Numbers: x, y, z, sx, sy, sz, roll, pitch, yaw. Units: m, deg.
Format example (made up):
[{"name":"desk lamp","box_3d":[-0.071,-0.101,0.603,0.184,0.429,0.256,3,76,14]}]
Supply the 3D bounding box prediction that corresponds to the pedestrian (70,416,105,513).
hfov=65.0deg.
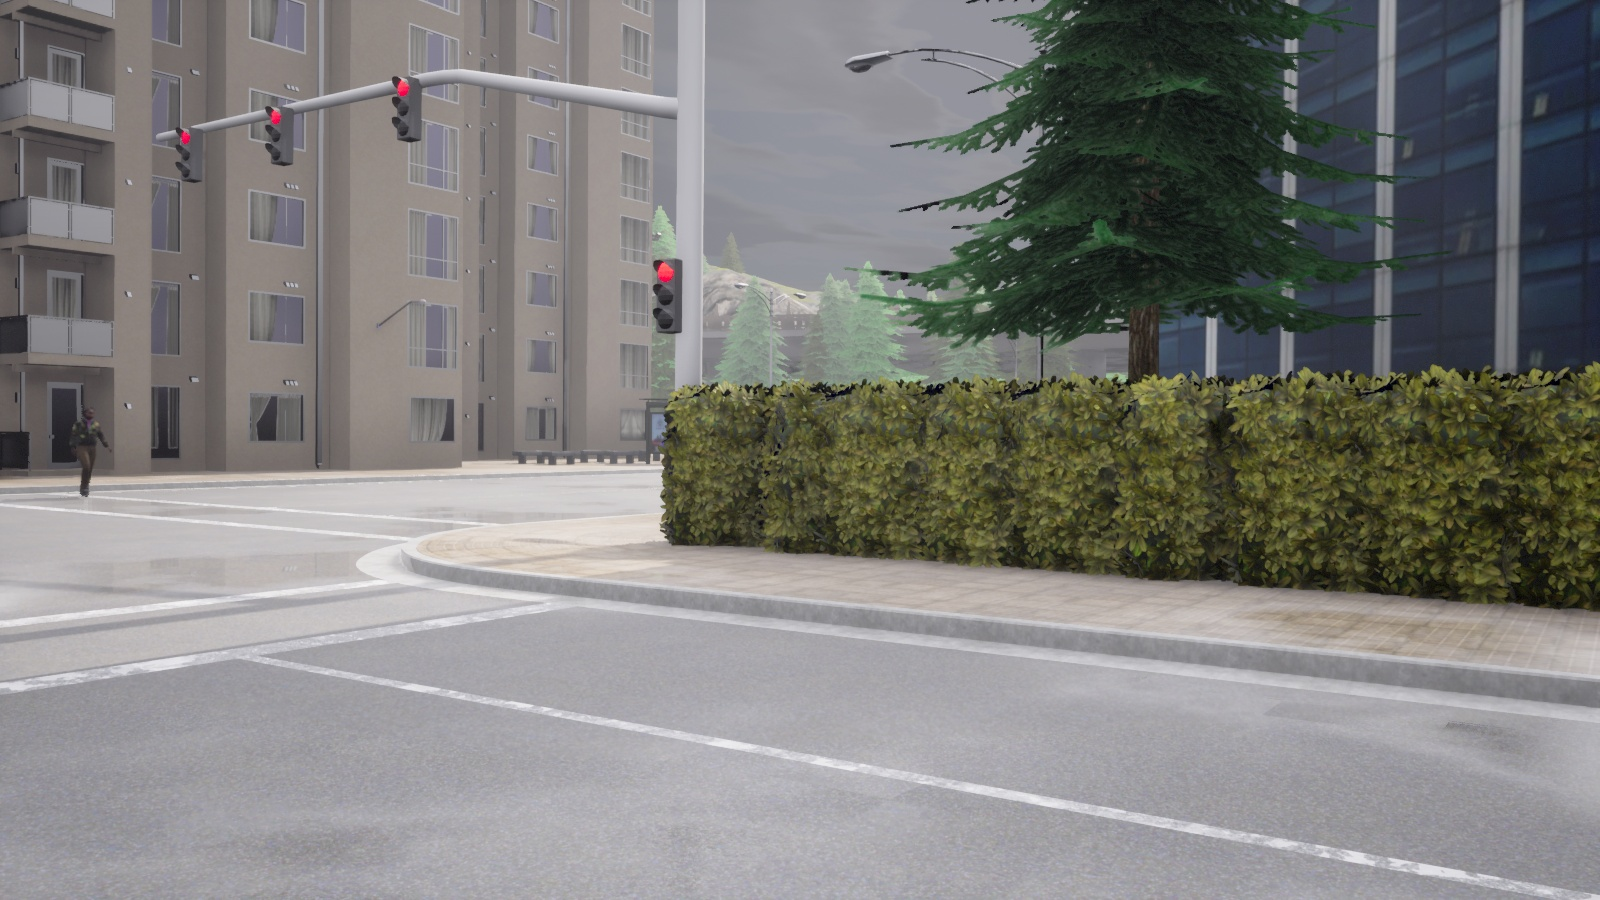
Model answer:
[{"name":"pedestrian","box_3d":[-14.352,0.284,25.294,0.692,1.930,0.395,0,1,41]}]
